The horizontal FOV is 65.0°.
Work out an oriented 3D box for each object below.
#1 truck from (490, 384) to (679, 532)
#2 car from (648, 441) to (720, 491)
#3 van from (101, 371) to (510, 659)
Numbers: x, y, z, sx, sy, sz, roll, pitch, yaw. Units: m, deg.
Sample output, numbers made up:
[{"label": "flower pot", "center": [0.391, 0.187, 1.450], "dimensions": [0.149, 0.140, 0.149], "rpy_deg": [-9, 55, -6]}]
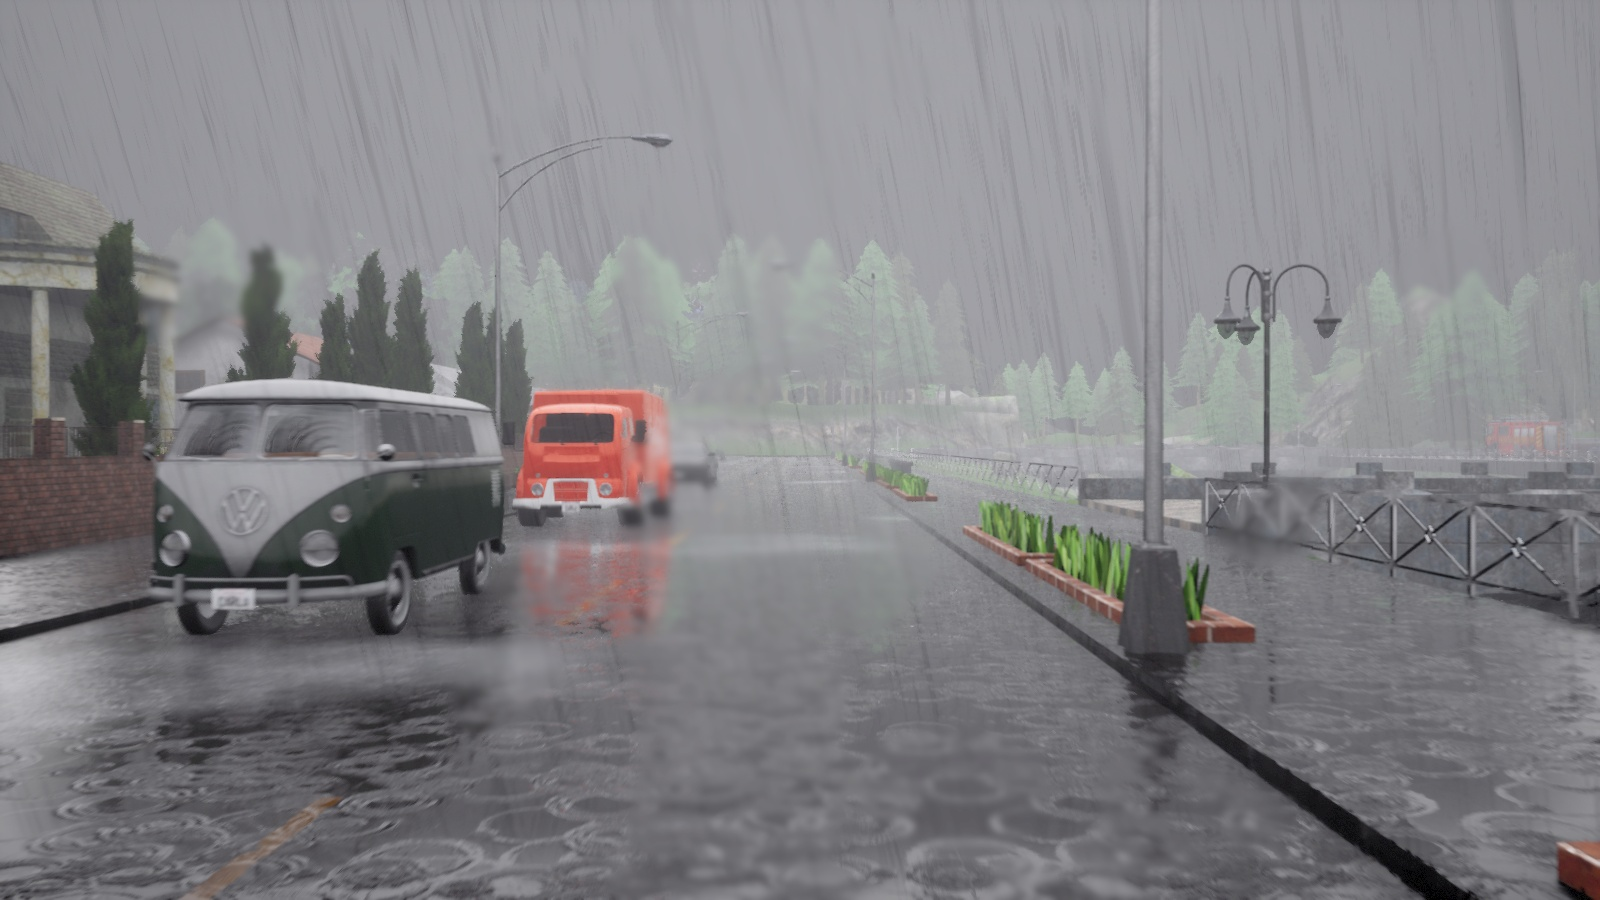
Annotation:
[{"label": "truck", "center": [-3.849, 0.124, 23.598], "dimensions": [2.627, 2.467, 5.204], "rpy_deg": [0, 0, 0]}, {"label": "car", "center": [-3.747, 0.488, 41.407], "dimensions": [1.882, 1.535, 5.008], "rpy_deg": [0, 0, 0]}, {"label": "van", "center": [-3.922, 0.435, 10.886], "dimensions": [1.775, 1.987, 4.442], "rpy_deg": [0, 0, 0]}]
